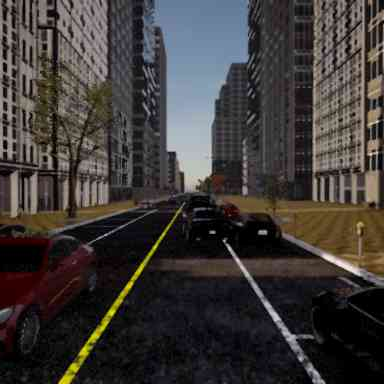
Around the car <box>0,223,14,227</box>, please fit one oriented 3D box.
[{"bbox_3d":[-5.702,1.563,8.997,1.947,1.339,4.313,-1,0,0],"label":"car"}]

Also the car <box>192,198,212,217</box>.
[{"bbox_3d":[0.890,1.442,32.096,1.801,1.575,5.366,0,0,0],"label":"car"}]

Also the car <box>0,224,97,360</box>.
[{"bbox_3d":[-3.102,1.524,6.071,1.812,1.442,4.674,0,0,0],"label":"car"}]

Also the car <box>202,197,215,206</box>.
[{"bbox_3d":[2.666,1.519,54.145,1.887,1.381,4.507,-1,0,0],"label":"car"}]

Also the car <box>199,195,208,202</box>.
[{"bbox_3d":[2.660,1.508,76.715,2.008,1.369,4.403,-1,0,0],"label":"car"}]

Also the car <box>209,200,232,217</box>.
[{"bbox_3d":[2.673,1.512,31.743,1.752,1.417,4.829,-1,0,0],"label":"car"}]

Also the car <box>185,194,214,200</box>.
[{"bbox_3d":[0.657,1.205,25.926,2.150,2.045,5.566,-1,0,0],"label":"car"}]

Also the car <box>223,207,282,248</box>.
[{"bbox_3d":[2.678,1.561,14.645,1.947,1.339,4.313,-1,0,0],"label":"car"}]

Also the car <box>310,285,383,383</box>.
[{"bbox_3d":[2.681,1.565,3.359,1.947,1.339,4.313,-1,0,0],"label":"car"}]

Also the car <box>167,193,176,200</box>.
[{"bbox_3d":[-5.728,1.256,93.618,2.192,1.841,5.009,-1,0,0],"label":"car"}]

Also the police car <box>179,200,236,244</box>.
[{"bbox_3d":[0.601,1.420,15.972,1.930,1.638,5.238,0,0,-5],"label":"police car"}]

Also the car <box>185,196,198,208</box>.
[{"bbox_3d":[-0.008,1.454,50.192,1.882,1.535,5.008,0,0,0],"label":"car"}]

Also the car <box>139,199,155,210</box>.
[{"bbox_3d":[-5.711,1.532,42.845,2.008,1.369,4.403,-1,0,0],"label":"car"}]

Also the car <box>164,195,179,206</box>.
[{"bbox_3d":[-3.021,1.540,53.904,1.994,1.385,4.181,0,0,0],"label":"car"}]

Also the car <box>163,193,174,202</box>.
[{"bbox_3d":[-5.721,1.483,76.524,1.752,1.417,4.829,-1,0,0],"label":"car"}]

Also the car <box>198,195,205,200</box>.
[{"bbox_3d":[2.655,1.491,93.644,2.008,1.369,4.403,-1,0,0],"label":"car"}]

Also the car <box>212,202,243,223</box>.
[{"bbox_3d":[2.674,1.535,25.930,1.887,1.381,4.507,-1,0,0],"label":"car"}]

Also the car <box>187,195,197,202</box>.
[{"bbox_3d":[-0.020,1.318,69.952,2.033,1.411,5.357,0,0,0],"label":"car"}]
